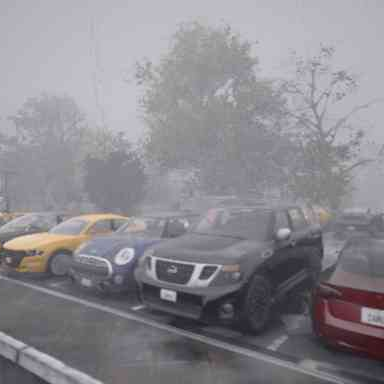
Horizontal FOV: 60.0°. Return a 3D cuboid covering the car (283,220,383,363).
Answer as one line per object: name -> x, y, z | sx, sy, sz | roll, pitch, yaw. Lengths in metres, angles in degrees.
car -> 3.534, 1.514, 5.779 | 2.163, 1.488, 4.792 | 0, 0, 36

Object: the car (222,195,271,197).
car -> 4.543, 1.231, 21.131 | 2.435, 2.045, 5.566 | 0, 0, 36

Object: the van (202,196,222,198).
van -> 2.242, 1.269, 22.885 | 1.878, 1.987, 4.442 | 0, 0, 36

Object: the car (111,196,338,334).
car -> 1.241, 1.230, 7.346 | 2.435, 2.045, 5.566 | 0, 0, 36

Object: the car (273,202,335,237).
car -> 6.672, 1.477, 19.348 | 1.946, 1.575, 5.366 | 0, 0, 36

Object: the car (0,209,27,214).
car -> -5.510, 1.497, 12.211 | 2.231, 1.521, 4.892 | 0, 0, 36

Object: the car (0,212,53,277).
car -> -3.254, 1.484, 10.600 | 2.097, 1.535, 5.008 | 0, 0, 36

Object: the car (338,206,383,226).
car -> 9.028, 1.482, 17.885 | 2.231, 1.521, 4.892 | 0, 0, 36

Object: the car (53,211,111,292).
car -> -0.980, 1.355, 9.006 | 2.185, 1.767, 4.553 | 0, 0, 36
